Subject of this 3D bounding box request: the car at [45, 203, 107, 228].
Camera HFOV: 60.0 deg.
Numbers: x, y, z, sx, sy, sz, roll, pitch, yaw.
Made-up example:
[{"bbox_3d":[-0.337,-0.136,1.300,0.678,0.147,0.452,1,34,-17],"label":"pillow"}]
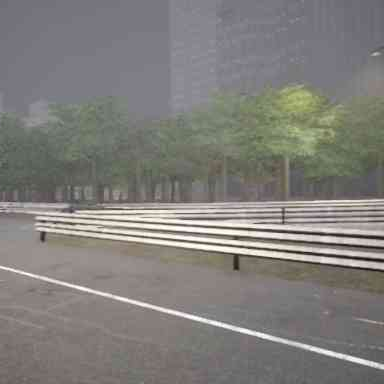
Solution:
[{"bbox_3d":[-7.736,1.555,22.492,4.892,1.490,1.837,0,0,15],"label":"car"}]
